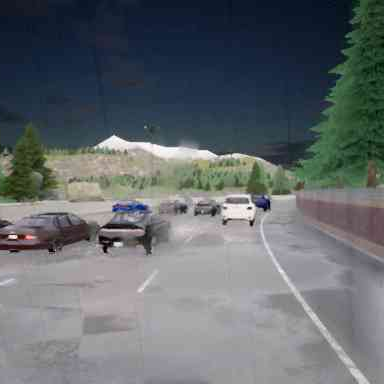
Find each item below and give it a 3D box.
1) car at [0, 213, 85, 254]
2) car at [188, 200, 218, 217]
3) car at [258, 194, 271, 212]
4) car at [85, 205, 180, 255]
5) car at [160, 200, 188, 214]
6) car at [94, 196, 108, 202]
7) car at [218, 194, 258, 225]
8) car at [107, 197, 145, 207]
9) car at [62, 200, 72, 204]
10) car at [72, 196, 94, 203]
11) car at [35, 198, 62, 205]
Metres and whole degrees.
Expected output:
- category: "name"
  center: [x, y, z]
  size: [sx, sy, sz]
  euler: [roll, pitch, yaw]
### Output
- category: "car"
  center: [-5.604, 1.544, 13.562]
  size: [2.033, 1.411, 5.357]
  euler: [0, 0, 8]
- category: "car"
  center: [1.562, 1.485, 30.815]
  size: [2.128, 1.511, 4.902]
  euler: [0, 0, 15]
- category: "car"
  center: [8.040, 1.216, 39.572]
  size: [2.150, 2.045, 5.566]
  euler: [0, 0, 20]
- category: "car"
  center: [-2.071, 1.489, 13.283]
  size: [2.128, 1.511, 4.902]
  euler: [0, 0, 8]
- category: "car"
  center: [-1.724, 1.484, 32.007]
  size: [2.128, 1.511, 4.902]
  euler: [0, 0, 16]
- category: "car"
  center: [-11.551, 1.515, 47.699]
  size: [1.812, 1.442, 4.674]
  euler: [0, 0, 21]
- category: "car"
  center: [3.489, 1.218, 24.200]
  size: [2.150, 2.045, 5.566]
  euler: [0, 0, 12]
- category: "car"
  center: [-5.621, 1.471, 31.043]
  size: [1.882, 1.535, 5.008]
  euler: [0, 0, 14]
- category: "car"
  center: [-17.510, 1.552, 51.740]
  size: [1.994, 1.385, 4.181]
  euler: [0, 0, 21]
- category: "car"
  center: [-14.888, 1.340, 48.739]
  size: [2.097, 1.767, 4.553]
  euler: [0, 0, 20]
- category: "car"
  center: [-21.607, 1.589, 50.753]
  size: [1.895, 1.301, 4.718]
  euler: [0, 0, 20]
